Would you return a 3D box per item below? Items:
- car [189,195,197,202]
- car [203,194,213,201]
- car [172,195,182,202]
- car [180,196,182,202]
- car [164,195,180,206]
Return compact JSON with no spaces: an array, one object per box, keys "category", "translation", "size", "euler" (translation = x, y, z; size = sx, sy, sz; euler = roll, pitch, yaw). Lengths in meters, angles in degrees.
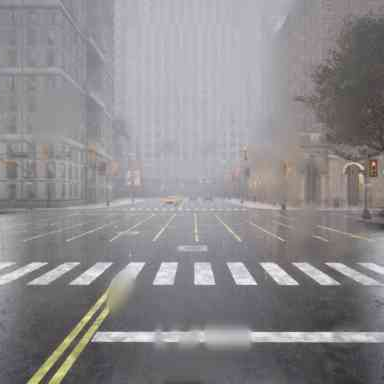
[{"category":"car","translation":[0.236,1.449,78.556],"size":[2.128,1.511,4.902],"euler":[0,0,1]},{"category":"car","translation":[3.736,1.280,78.489],"size":[2.097,1.767,4.553],"euler":[0,0,1]},{"category":"car","translation":[-3.303,1.478,75.044],"size":[1.882,1.535,5.008],"euler":[0,0,1]},{"category":"car","translation":[-3.464,1.478,64.819],"size":[1.882,1.535,5.008],"euler":[0,0,1]},{"category":"car","translation":[-3.546,1.478,55.510],"size":[1.882,1.535,5.008],"euler":[0,0,0]}]
